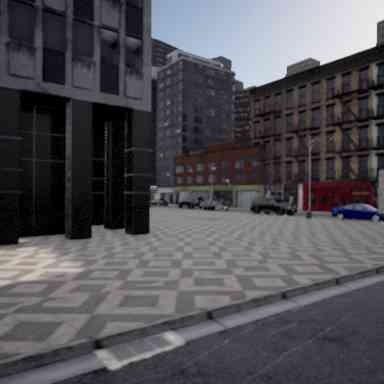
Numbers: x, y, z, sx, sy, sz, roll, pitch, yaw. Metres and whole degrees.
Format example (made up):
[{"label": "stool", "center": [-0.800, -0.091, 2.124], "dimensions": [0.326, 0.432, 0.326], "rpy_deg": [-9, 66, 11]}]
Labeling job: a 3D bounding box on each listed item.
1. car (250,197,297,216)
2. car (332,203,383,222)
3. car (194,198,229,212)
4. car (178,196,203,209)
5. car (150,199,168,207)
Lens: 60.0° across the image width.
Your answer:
[{"label": "car", "center": [9.017, 1.586, 37.186], "dimensions": [2.150, 2.045, 5.566], "rpy_deg": [1, -1, -36]}, {"label": "car", "center": [14.865, 1.773, 29.187], "dimensions": [1.882, 1.535, 5.008], "rpy_deg": [1, -1, -37]}, {"label": "car", "center": [2.980, 1.920, 45.440], "dimensions": [2.128, 1.511, 4.902], "rpy_deg": [1, -1, -36]}, {"label": "car", "center": [-0.132, 1.735, 55.004], "dimensions": [2.150, 2.045, 5.566], "rpy_deg": [1, -1, -36]}, {"label": "car", "center": [-6.352, 2.056, 63.403], "dimensions": [1.837, 1.490, 4.892], "rpy_deg": [1, -1, -36]}]
